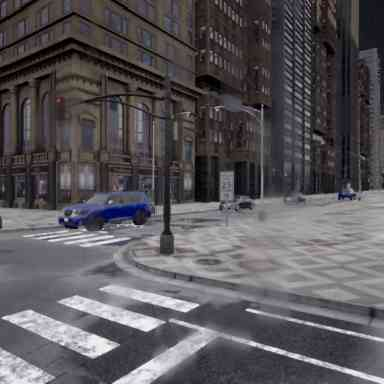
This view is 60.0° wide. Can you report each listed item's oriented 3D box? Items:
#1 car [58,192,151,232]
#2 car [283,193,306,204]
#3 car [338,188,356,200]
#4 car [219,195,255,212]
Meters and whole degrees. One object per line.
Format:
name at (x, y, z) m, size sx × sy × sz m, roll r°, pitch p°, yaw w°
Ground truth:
car at (-4.747, 1.013, 19.028) m, size 2.150 × 2.045 × 5.566 m, roll 0°, pitch 1°, yaw 36°
car at (13.919, 0.857, 45.028) m, size 2.128 × 1.511 × 4.902 m, roll 0°, pitch 1°, yaw 36°
car at (27.002, 0.359, 57.879) m, size 2.150 × 2.045 × 5.566 m, roll 0°, pitch 1°, yaw 36°
car at (4.335, 1.075, 31.721) m, size 2.128 × 1.511 × 4.902 m, roll 0°, pitch 1°, yaw 35°
